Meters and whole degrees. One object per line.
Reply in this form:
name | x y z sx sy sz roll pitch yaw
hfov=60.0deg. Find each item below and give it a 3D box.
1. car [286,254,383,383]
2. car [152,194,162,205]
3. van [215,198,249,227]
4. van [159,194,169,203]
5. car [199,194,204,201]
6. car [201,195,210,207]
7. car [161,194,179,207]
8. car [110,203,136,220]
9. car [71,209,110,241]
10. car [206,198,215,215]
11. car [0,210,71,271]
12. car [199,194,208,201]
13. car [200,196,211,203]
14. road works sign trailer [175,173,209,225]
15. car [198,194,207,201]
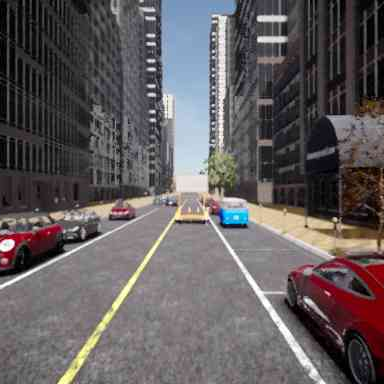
car | 2.688 1.580 4.929 1.802 1.307 4.206 0 0 0
car | -5.707 1.495 56.161 2.008 1.369 4.403 0 0 0
van | 2.683 1.323 22.006 1.690 1.788 3.998 0 0 0
van | -5.710 1.264 67.546 1.690 1.788 3.998 0 0 0
car | 2.672 1.486 61.852 2.008 1.369 4.403 0 0 0
car | 2.675 1.534 50.468 1.802 1.307 4.206 0 0 0
car | -3.095 1.442 50.908 2.128 1.511 4.902 0 0 0
car | -5.699 1.557 27.698 1.802 1.307 4.206 0 0 0
car | -5.696 1.538 16.314 2.008 1.369 4.403 0 0 0
car | 2.680 1.552 33.390 1.802 1.307 4.206 0 0 0
car | -5.694 1.433 10.622 1.967 1.590 4.097 0 0 0
car | 2.667 1.335 78.930 1.967 1.590 4.097 0 0 0
car | 2.670 1.474 67.545 2.008 1.369 4.403 0 0 0
road works sign trailer | -0.007 0.444 24.023 2.380 3.560 2.880 0 0 0
car | 2.665 1.320 84.622 1.967 1.590 4.097 0 0 0
